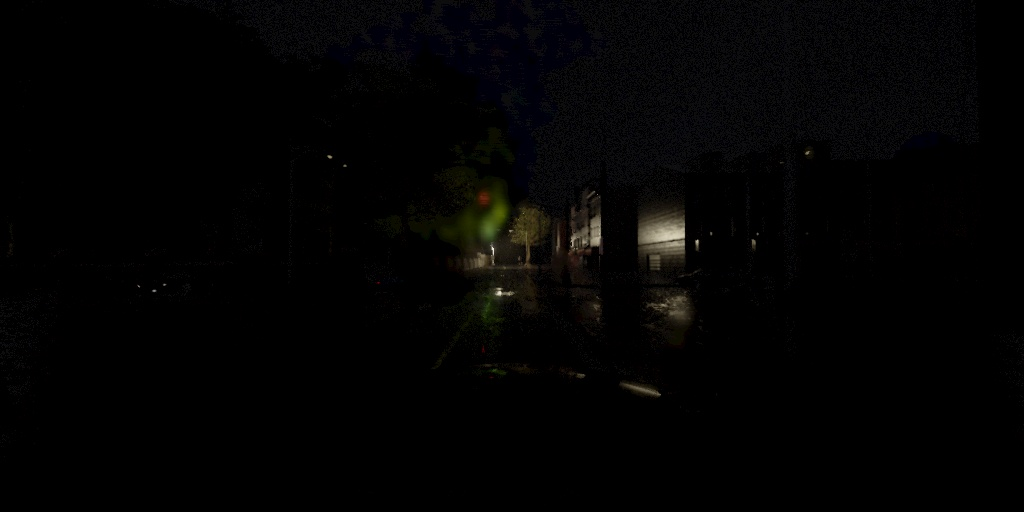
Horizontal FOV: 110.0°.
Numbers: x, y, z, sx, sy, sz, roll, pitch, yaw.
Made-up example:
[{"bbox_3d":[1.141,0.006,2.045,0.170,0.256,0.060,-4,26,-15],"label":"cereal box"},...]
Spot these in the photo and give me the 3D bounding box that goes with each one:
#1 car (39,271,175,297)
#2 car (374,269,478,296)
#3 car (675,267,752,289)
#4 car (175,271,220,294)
[{"bbox_3d":[-22.114,1.534,19.511,5.357,1.411,2.033,0,-1,0],"label":"car"},{"bbox_3d":[-4.570,1.391,19.503,5.357,1.411,2.033,0,-1,0],"label":"car"},{"bbox_3d":[12.388,1.316,22.139,4.313,1.339,1.948,0,0,0],"label":"car"},{"bbox_3d":[-20.597,1.581,22.135,4.403,1.370,2.007,0,0,0],"label":"car"}]
